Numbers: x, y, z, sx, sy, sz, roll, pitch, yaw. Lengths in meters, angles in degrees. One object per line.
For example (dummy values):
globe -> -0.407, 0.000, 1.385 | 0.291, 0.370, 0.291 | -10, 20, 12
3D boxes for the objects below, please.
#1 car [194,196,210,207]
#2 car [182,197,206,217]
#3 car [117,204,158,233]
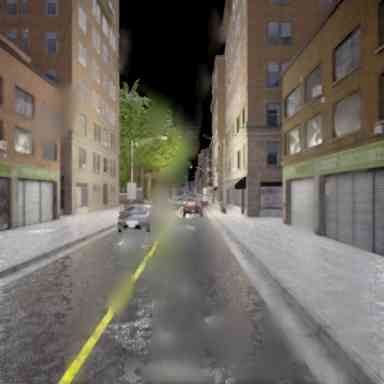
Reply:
car -> 1.226, 1.340, 48.560 | 2.097, 1.767, 4.553 | 0, 0, 13
car -> 0.086, 1.518, 31.437 | 1.812, 1.442, 4.674 | 0, 0, 0
car -> -3.106, 1.488, 19.653 | 2.128, 1.511, 4.902 | 0, 0, 0
